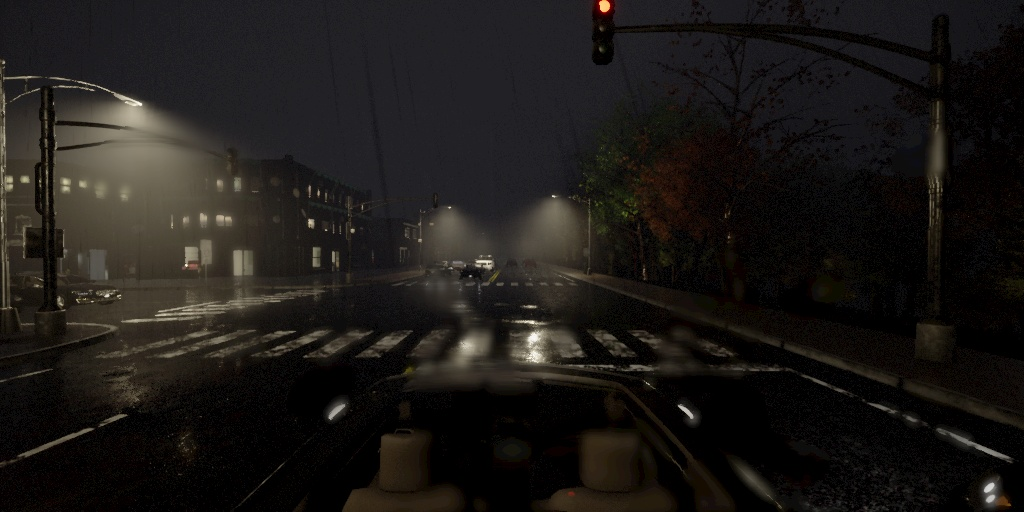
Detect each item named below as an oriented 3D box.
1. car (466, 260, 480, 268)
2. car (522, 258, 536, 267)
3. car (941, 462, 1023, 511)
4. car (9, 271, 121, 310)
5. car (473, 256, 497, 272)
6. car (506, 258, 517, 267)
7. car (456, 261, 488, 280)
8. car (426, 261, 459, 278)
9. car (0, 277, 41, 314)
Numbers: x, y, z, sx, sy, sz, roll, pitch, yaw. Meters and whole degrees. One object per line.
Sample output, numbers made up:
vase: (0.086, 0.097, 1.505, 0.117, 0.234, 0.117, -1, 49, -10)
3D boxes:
car: (-6.675, 1.327, 62.546, 1.895, 1.301, 4.718, 0, 0, 0)
car: (3.221, 1.204, 63.193, 1.882, 1.535, 5.008, 0, 0, 0)
car: (3.355, 1.314, 0.186, 1.994, 1.385, 4.181, 0, 0, 0)
car: (-19.619, 1.472, 15.208, 4.892, 1.490, 1.837, -1, 1, 0)
car: (-3.437, 0.958, 45.738, 2.150, 2.045, 5.566, 0, 0, 0)
car: (-0.031, 1.204, 63.774, 1.882, 1.535, 5.008, 0, 0, 0)
car: (-3.414, 1.341, 31.650, 1.895, 1.301, 4.718, 0, 0, 0)
car: (-6.668, 1.231, 33.569, 2.128, 1.511, 4.902, 0, 0, 0)
car: (-19.970, 1.565, 12.502, 4.313, 1.339, 1.948, 0, 0, 0)
